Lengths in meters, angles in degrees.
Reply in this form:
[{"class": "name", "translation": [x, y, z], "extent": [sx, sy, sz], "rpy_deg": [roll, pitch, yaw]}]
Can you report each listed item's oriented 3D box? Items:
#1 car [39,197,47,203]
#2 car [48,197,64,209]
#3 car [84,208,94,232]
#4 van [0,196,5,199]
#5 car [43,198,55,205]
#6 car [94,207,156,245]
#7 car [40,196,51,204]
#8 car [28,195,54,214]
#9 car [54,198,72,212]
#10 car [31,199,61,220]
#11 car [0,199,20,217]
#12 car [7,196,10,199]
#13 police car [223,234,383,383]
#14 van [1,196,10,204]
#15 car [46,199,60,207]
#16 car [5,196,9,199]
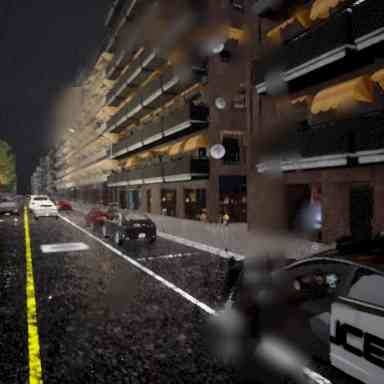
[{"class": "car", "translation": [-38.605, 2.003, 86.122], "extent": [1.752, 1.417, 4.829], "rpy_deg": [-1, 0, -27]}, {"class": "car", "translation": [-20.785, 1.668, 50.780], "extent": [1.967, 1.590, 4.097], "rpy_deg": [-1, 0, -27]}, {"class": "car", "translation": [-5.574, 1.589, 20.619], "extent": [1.887, 1.381, 4.507], "rpy_deg": [-1, 0, -27]}, {"class": "van", "translation": [-30.804, 1.692, 52.034], "extent": [1.690, 1.788, 3.998], "rpy_deg": [-1, 0, -27]}, {"class": "car", "translation": [-28.389, 1.895, 65.862], "extent": [1.947, 1.339, 4.313], "rpy_deg": [-1, 0, -27]}, {"class": "car", "translation": [-3.039, 1.570, 15.591], "extent": [2.008, 1.369, 4.403], "rpy_deg": [-1, 0, -27]}, {"class": "car", "translation": [-33.460, 1.841, 75.916], "extent": [1.967, 1.590, 4.097], "rpy_deg": [-1, 0, -27]}, {"class": "car", "translation": [-18.027, 1.412, 39.339], "extent": [2.150, 2.045, 5.566], "rpy_deg": [-1, 0, -27]}, {"class": "car", "translation": [-15.713, 1.743, 40.725], "extent": [1.802, 1.307, 4.206], "rpy_deg": [-1, 0, -27]}, {"class": "car", "translation": [-13.035, 1.650, 29.608], "extent": [1.812, 1.442, 4.674], "rpy_deg": [-1, 0, -26]}, {"class": "car", "translation": [-18.877, 1.745, 34.334], "extent": [2.033, 1.411, 5.357], "rpy_deg": [-1, 0, -26]}, {"class": "car", "translation": [-40.943, 1.805, 72.143], "extent": [2.192, 1.841, 5.009], "rpy_deg": [-1, 0, -27]}, {"class": "police car", "translation": [2.222, 1.392, 4.433], "extent": [1.930, 1.638, 5.238], "rpy_deg": [-1, 0, -27]}, {"class": "van", "translation": [-46.013, 1.907, 82.197], "extent": [1.690, 1.788, 3.998], "rpy_deg": [-1, 0, -27]}, {"class": "car", "translation": [-23.318, 1.843, 55.808], "extent": [1.802, 1.307, 4.206], "rpy_deg": [-1, 0, -27]}, {"class": "car", "translation": [-35.871, 1.984, 62.088], "extent": [1.947, 1.339, 4.313], "rpy_deg": [-1, 0, -27]}]
